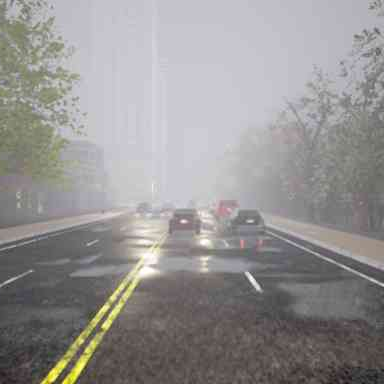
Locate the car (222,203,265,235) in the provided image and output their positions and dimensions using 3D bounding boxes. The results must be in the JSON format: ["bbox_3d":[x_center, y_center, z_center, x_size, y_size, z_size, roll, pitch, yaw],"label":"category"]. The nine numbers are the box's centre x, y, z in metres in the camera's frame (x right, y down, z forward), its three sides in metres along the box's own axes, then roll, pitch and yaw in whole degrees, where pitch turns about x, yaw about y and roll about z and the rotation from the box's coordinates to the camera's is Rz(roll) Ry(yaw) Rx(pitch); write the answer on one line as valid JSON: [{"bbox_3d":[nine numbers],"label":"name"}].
[{"bbox_3d":[3.256,1.733,20.830,2.033,1.649,4.856,0,-1,0],"label":"car"}]

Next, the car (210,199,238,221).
[{"bbox_3d":[3.258,1.682,31.862,2.150,2.045,5.566,0,-1,0],"label":"car"}]

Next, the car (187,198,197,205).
[{"bbox_3d":[0.019,2.482,69.256,1.837,1.490,4.892,0,-1,0],"label":"car"}]

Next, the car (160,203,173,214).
[{"bbox_3d":[-3.324,2.213,46.024,2.033,1.411,5.357,0,-1,0],"label":"car"}]

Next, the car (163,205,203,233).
[{"bbox_3d":[-0.384,1.822,22.004,2.163,1.488,4.792,0,-1,2],"label":"car"}]

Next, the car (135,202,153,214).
[{"bbox_3d":[-6.573,2.169,45.922,1.837,1.490,4.892,0,-1,0],"label":"car"}]

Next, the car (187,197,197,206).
[{"bbox_3d":[0.022,2.344,80.054,2.150,2.045,5.566,0,-1,0],"label":"car"}]
